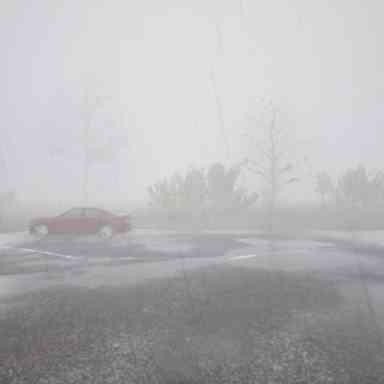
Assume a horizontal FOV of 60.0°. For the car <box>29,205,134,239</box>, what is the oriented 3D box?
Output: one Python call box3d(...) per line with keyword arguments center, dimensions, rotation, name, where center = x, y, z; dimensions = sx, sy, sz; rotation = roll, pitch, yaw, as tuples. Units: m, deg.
box3d(center=(-5.387, 1.422, 16.410), dimensions=(5.008, 1.535, 1.882), rotation=(0, 0, 1), name="car")
